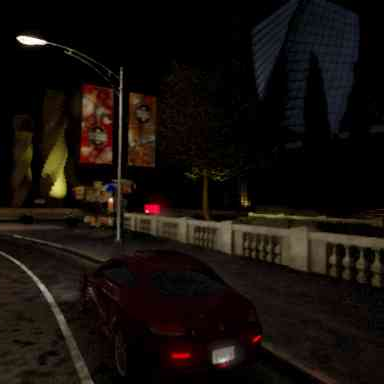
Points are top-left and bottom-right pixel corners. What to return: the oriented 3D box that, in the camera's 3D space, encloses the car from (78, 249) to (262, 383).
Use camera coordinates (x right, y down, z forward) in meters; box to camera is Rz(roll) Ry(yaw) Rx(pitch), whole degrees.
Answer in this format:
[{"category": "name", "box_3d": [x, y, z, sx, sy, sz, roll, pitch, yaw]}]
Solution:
[{"category": "car", "box_3d": [-0.729, 1.737, 5.807, 1.812, 1.442, 4.674, 2, -2, -28]}]
